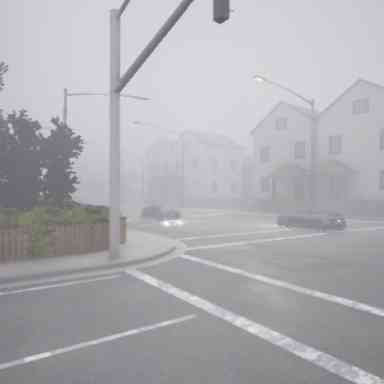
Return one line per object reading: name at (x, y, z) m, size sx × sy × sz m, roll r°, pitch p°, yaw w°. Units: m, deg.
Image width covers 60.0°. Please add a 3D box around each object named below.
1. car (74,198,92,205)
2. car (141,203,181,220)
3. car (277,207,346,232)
car at (-15.617, 1.530, 46.747) m, size 1.882 × 1.535 × 5.008 m, roll 0°, pitch 0°, yaw -35°
car at (-2.672, 1.616, 28.376) m, size 1.994 × 1.385 × 4.181 m, roll 0°, pitch 0°, yaw -35°
car at (7.303, 1.635, 20.667) m, size 1.994 × 1.385 × 4.181 m, roll 0°, pitch 0°, yaw -33°
